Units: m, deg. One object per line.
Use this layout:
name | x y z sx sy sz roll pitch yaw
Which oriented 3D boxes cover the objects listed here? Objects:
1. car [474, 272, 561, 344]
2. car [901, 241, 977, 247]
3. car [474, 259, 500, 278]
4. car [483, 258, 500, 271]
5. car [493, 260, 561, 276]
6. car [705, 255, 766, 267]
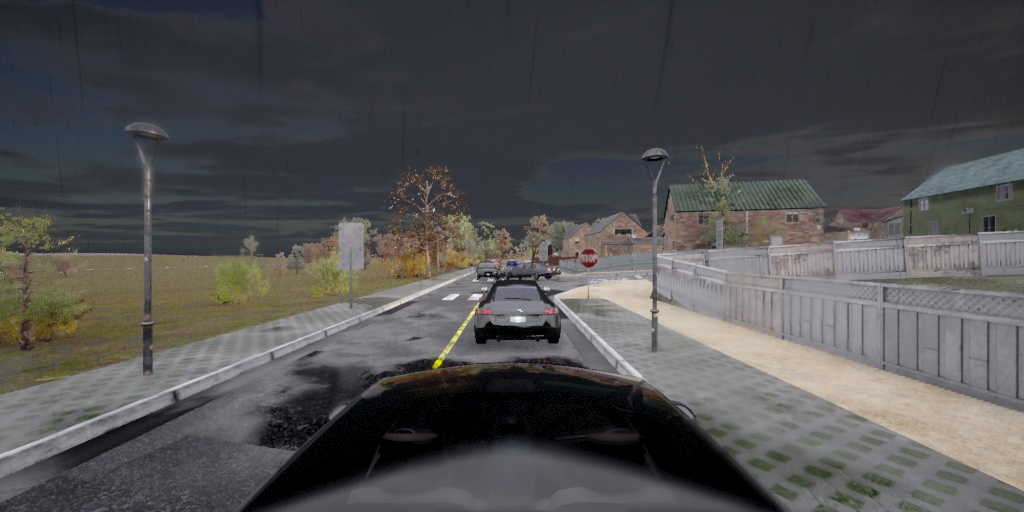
car | 0.101 1.313 9.606 1.994 1.385 4.181 0 0 -1
car | 23.885 -0.208 20.579 4.902 1.511 2.128 -3 0 14
car | -2.256 1.258 31.532 1.837 1.490 4.892 0 0 -8
car | -2.855 1.121 51.350 2.097 1.767 4.553 0 0 1
car | 1.332 1.198 28.621 5.357 1.411 2.033 -4 -3 43
car | 14.384 0.413 22.999 4.181 1.385 1.994 -3 0 16
